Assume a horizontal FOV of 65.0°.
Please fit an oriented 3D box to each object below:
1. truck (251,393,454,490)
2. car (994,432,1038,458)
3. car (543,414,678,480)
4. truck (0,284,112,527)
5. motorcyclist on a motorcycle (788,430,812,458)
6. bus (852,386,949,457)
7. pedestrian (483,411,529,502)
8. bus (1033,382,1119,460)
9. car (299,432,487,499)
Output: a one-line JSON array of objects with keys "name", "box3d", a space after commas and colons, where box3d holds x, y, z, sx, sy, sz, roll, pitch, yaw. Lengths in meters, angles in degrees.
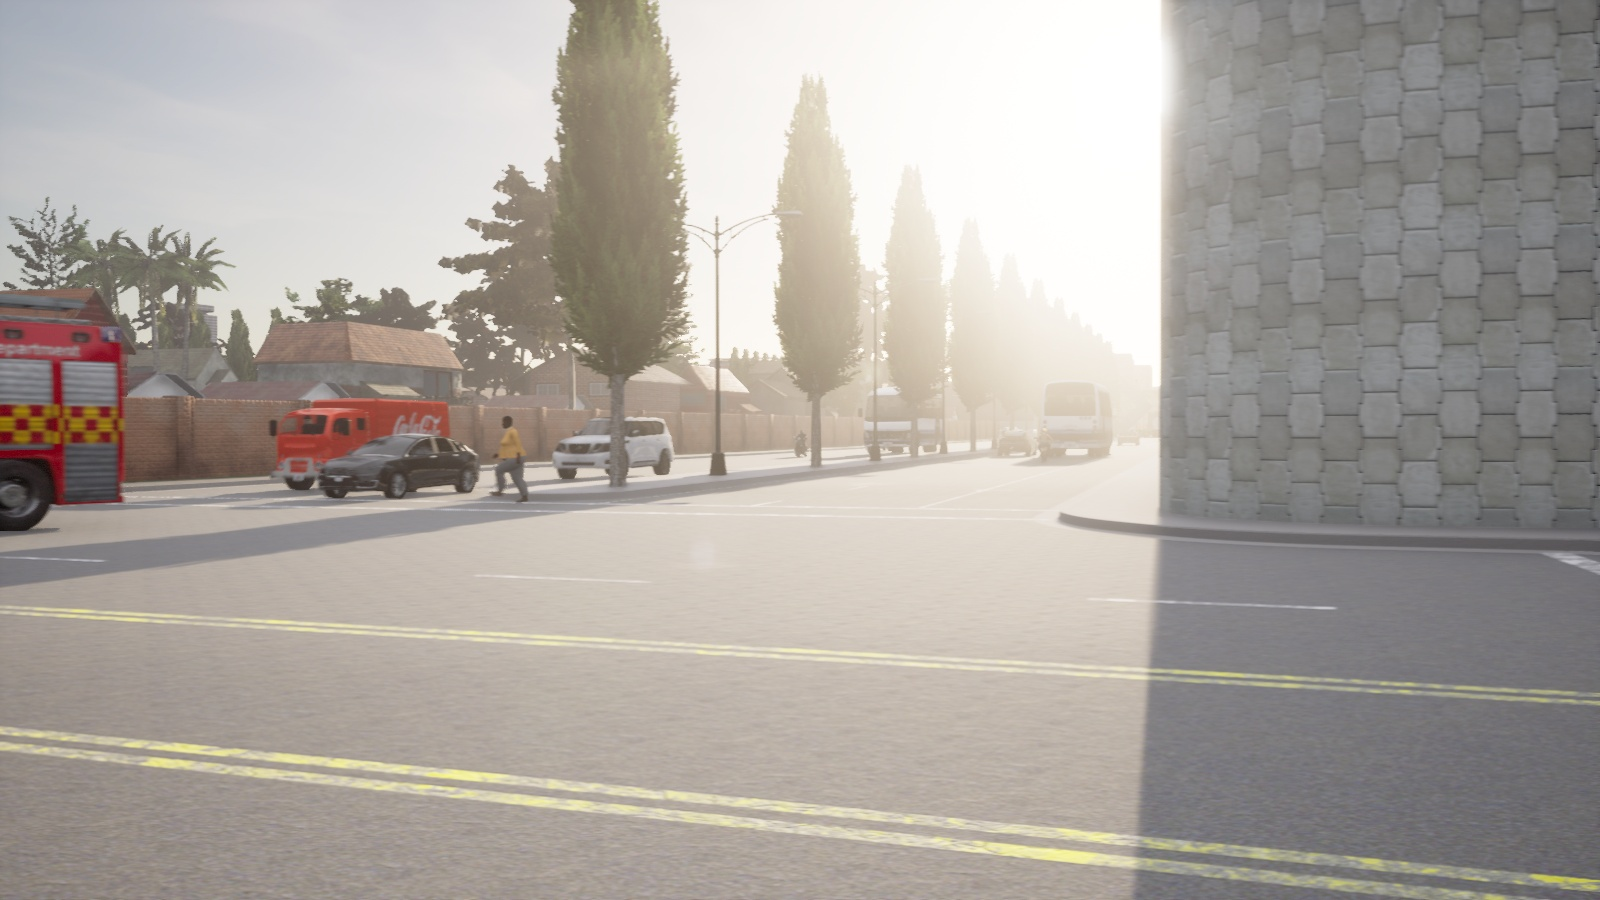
[{"name": "truck", "box3d": [-12.166, -0.261, 34.634, 2.627, 2.467, 5.204, 1, 1, 18]}, {"name": "car", "box3d": [12.777, -0.306, 74.054, 1.837, 1.490, 4.892, 1, 1, 18]}, {"name": "car", "box3d": [-6.169, -0.145, 41.745, 2.150, 2.045, 5.566, 1, 1, 18]}, {"name": "truck", "box3d": [-15.272, -0.693, 18.578, 2.891, 3.827, 8.468, 1, 1, 37]}, {"name": "motorcyclist on a motorcycle", "box3d": [0.005, -0.373, 71.978, 0.866, 1.590, 1.817, 1, 1, 18]}, {"name": "bus", "box3d": [6.661, -1.823, 81.064, 3.944, 4.253, 10.273, 1, 1, 18]}, {"name": "pedestrian", "box3d": [-6.183, 0.126, 26.359, 0.900, 1.855, 0.874, 0, 1, -15]}, {"name": "bus", "box3d": [16.349, -1.668, 73.681, 3.944, 4.253, 10.273, 1, 1, 18]}, {"name": "car", "box3d": [-9.785, 0.304, 30.662, 1.837, 1.490, 4.892, 1, 1, 18]}]
